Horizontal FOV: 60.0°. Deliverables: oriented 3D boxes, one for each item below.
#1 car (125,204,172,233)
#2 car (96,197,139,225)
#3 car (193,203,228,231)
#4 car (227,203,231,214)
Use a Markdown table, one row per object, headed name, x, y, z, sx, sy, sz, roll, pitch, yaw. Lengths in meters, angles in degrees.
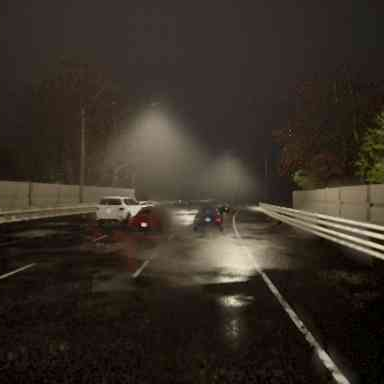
| name | x | y | z | sx | sy | sz | roll | pitch | yaw |
| --- | --- | --- | --- | --- | --- | --- | --- | --- | --- |
| car | -2.421 | 1.639 | 20.451 | 1.812 | 1.442 | 4.674 | 0 | -1 | 5 |
| car | -5.451 | 1.384 | 25.514 | 2.150 | 2.045 | 5.566 | 0 | -1 | 6 |
| car | 1.172 | 1.688 | 21.753 | 2.033 | 1.411 | 5.357 | 0 | -1 | 6 |
| car | 3.777 | 2.019 | 40.997 | 1.895 | 1.301 | 4.718 | 0 | -1 | 10 |
